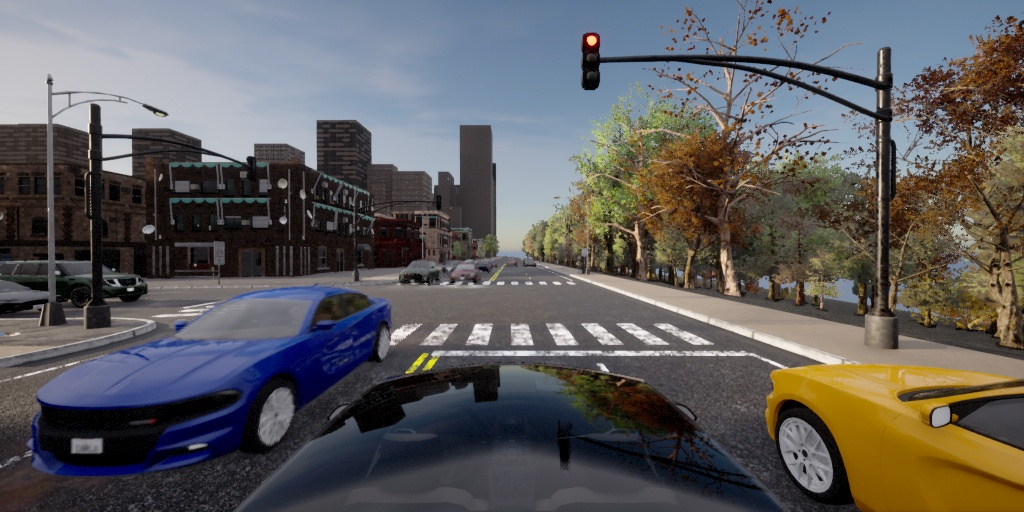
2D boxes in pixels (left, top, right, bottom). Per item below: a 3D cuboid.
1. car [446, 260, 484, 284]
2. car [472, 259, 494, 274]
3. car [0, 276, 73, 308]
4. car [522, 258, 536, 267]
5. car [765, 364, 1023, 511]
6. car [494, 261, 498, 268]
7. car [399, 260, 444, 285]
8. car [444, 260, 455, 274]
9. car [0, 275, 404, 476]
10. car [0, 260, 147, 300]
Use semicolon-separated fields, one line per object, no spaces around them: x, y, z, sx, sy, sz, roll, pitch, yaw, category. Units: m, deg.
-3.378;1.268;26.625;1.812;1.442;4.674;0;0;0;car
-3.392;1.337;41.340;1.895;1.301;4.718;0;0;0;car
-19.960;1.565;13.482;4.313;1.339;1.948;0;0;0;car
3.272;1.290;64.483;1.994;1.385;4.181;0;0;1;car
3.351;1.228;1.378;1.882;1.535;5.008;0;0;0;car
-3.389;1.293;58.716;1.994;1.385;4.181;0;0;0;car
-6.627;1.095;26.140;2.097;1.767;4.553;0;0;0;car
-6.642;1.229;40.488;2.128;1.511;4.902;0;0;0;car
-3.355;1.227;5.324;1.882;1.535;5.008;0;0;0;car
-20.012;1.194;16.183;5.566;2.045;2.150;-1;1;0;car
